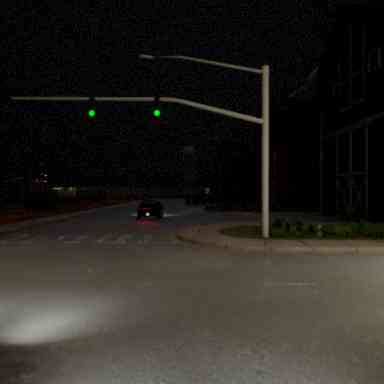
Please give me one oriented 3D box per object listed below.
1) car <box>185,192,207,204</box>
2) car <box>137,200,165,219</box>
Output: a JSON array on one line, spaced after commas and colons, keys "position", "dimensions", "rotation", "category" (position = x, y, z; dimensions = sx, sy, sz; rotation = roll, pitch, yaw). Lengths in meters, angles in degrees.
[{"position": [0.654, 1.051, 56.045], "dimensions": [1.905, 1.878, 3.866], "rotation": [-8, 4, -42], "category": "car"}, {"position": [-3.411, 1.436, 27.986], "dimensions": [1.837, 1.490, 4.892], "rotation": [0, 0, 0], "category": "car"}]
